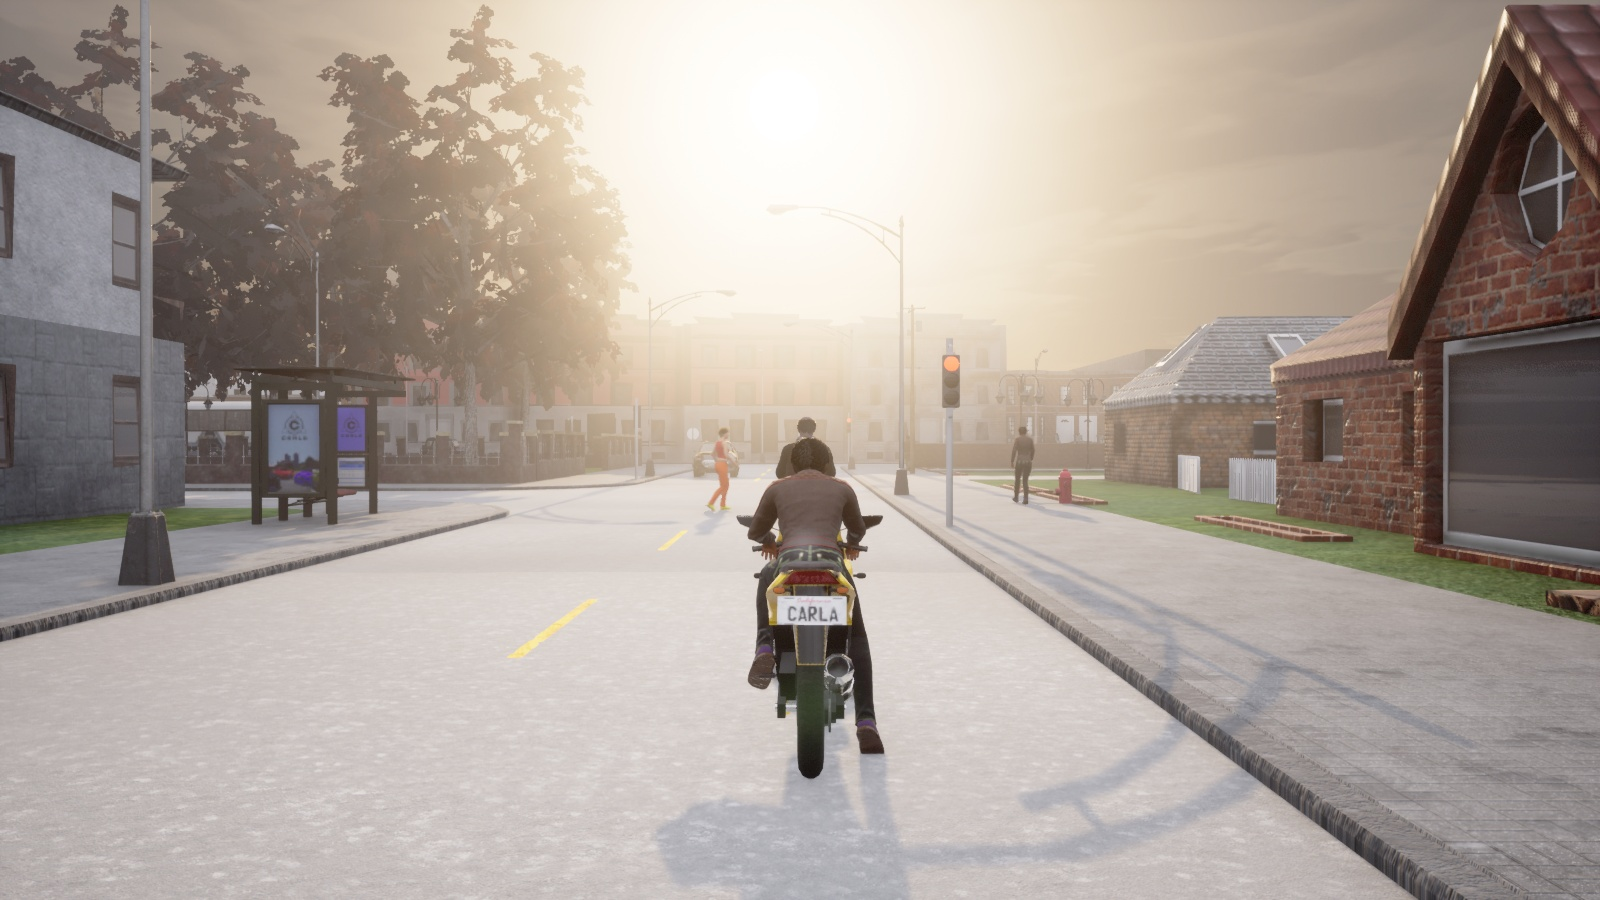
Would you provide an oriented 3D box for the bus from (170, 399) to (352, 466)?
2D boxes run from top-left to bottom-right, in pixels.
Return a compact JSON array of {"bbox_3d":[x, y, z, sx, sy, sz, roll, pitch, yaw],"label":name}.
[{"bbox_3d":[-35.270,-1.124,82.490,10.273,4.253,3.944,0,0,1],"label":"bus"}]

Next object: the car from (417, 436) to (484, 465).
[{"bbox_3d":[-22.915,0.058,82.453,3.866,1.878,1.905,0,0,1],"label":"car"}]

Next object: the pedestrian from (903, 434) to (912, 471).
[{"bbox_3d":[5.336,0.109,62.198,0.431,1.840,0.703,0,0,4],"label":"pedestrian"}]

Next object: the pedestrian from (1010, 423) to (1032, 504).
[{"bbox_3d":[5.003,0.299,28.483,0.328,1.805,0.869,0,0,-2],"label":"pedestrian"}]

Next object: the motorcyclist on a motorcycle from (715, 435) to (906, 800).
[{"bbox_3d":[0.049,0.693,6.256,0.797,1.523,2.044,0,0,0],"label":"motorcyclist on a motorcycle"}]

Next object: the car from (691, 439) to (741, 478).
[{"bbox_3d":[-3.748,0.354,56.532,2.033,1.649,4.856,0,0,-1],"label":"car"}]

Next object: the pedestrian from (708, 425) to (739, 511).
[{"bbox_3d":[-1.650,0.381,27.181,0.594,1.836,0.345,0,0,-24],"label":"pedestrian"}]
